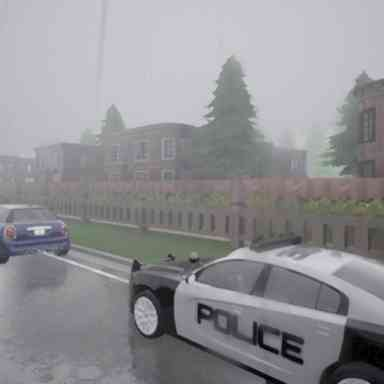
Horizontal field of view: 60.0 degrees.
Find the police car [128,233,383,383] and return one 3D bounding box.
[{"bbox_3d":[1.023,1.411,4.608,5.238,1.638,1.930,1,1,44],"label":"police car"}]

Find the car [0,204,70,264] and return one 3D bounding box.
[{"bbox_3d":[-6.091,1.185,11.432,4.553,1.767,2.097,1,1,44],"label":"car"}]
